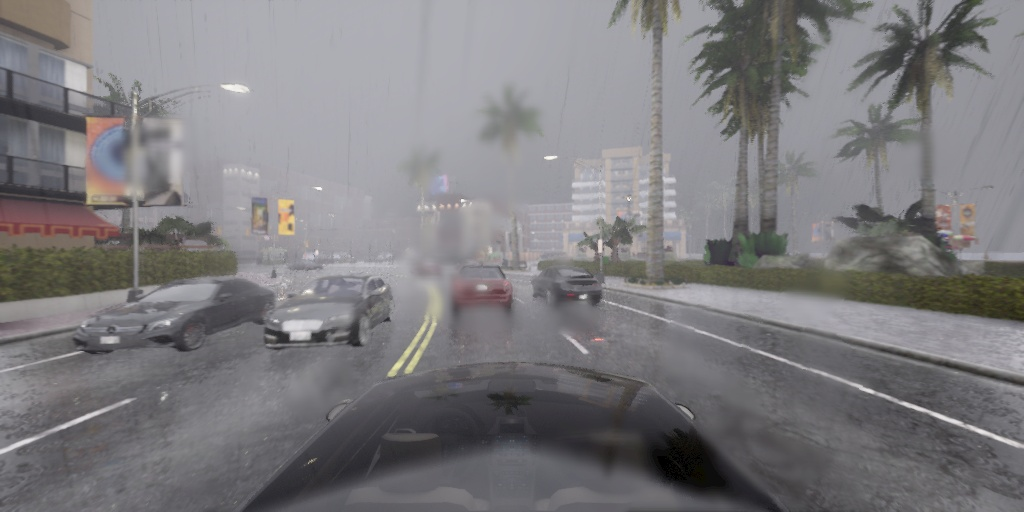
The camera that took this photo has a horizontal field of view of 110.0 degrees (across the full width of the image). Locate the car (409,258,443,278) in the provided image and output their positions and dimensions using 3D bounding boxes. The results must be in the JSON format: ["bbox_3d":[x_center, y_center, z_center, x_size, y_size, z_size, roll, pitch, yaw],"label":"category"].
[{"bbox_3d":[-7.651,1.185,32.379,1.812,1.442,4.674,0,0,-28],"label":"car"}]

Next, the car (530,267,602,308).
[{"bbox_3d":[2.073,1.187,14.820,1.837,1.490,4.892,0,0,-10],"label":"car"}]

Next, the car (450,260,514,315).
[{"bbox_3d":[-1.273,1.057,13.706,2.097,1.767,4.553,0,0,-10],"label":"car"}]

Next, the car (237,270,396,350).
[{"bbox_3d":[-4.289,1.233,9.189,2.128,1.511,4.902,0,0,-7],"label":"car"}]

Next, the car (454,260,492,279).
[{"bbox_3d":[-3.590,1.116,32.158,1.882,1.535,5.008,0,0,-26],"label":"car"}]

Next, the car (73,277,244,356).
[{"bbox_3d":[-7.748,1.287,8.942,1.812,1.442,4.674,0,0,-8],"label":"car"}]

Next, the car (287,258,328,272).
[{"bbox_3d":[-26.764,1.316,46.372,5.357,1.411,2.033,0,0,28],"label":"car"}]
